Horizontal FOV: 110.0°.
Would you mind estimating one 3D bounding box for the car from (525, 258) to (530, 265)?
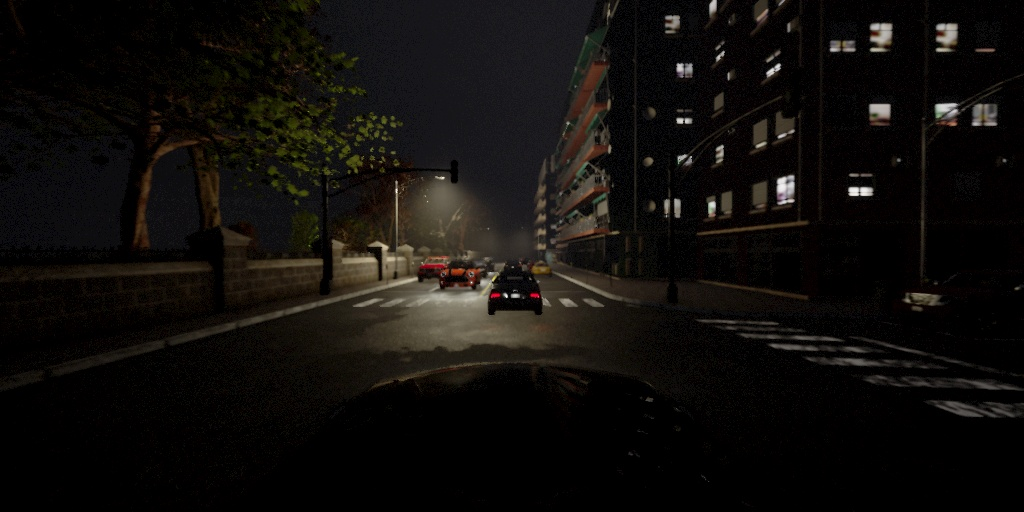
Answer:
[{"bbox_3d":[2.689,1.153,38.362,1.888,1.381,4.507,0,0,0],"label":"car"}]

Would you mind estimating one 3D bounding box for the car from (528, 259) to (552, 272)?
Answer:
[{"bbox_3d":[2.689,1.153,32.997,1.751,1.417,4.829,0,0,0],"label":"car"}]

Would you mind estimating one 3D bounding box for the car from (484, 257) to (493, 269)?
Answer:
[{"bbox_3d":[-3.091,1.122,32.000,2.128,1.511,4.902,0,0,0],"label":"car"}]

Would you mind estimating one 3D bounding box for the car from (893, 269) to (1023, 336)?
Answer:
[{"bbox_3d":[14.598,1.301,10.709,5.009,1.841,2.192,0,0,0],"label":"car"}]

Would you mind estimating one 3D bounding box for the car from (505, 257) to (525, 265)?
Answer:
[{"bbox_3d":[0.098,1.165,40.422,1.994,1.385,4.181,0,0,0],"label":"car"}]

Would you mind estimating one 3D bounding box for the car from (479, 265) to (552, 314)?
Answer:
[{"bbox_3d":[0.099,1.249,13.423,2.033,1.411,5.357,0,0,0],"label":"car"}]

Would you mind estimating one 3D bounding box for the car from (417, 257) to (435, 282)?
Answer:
[{"bbox_3d":[-5.691,0.963,27.291,2.192,1.841,5.009,0,0,0],"label":"car"}]

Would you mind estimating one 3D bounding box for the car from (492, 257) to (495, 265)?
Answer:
[{"bbox_3d":[-3.079,1.159,42.187,1.994,1.385,4.181,0,0,1],"label":"car"}]

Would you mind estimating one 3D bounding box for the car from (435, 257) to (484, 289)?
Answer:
[{"bbox_3d":[-3.072,1.020,21.982,2.097,1.767,4.553,0,0,0],"label":"car"}]
